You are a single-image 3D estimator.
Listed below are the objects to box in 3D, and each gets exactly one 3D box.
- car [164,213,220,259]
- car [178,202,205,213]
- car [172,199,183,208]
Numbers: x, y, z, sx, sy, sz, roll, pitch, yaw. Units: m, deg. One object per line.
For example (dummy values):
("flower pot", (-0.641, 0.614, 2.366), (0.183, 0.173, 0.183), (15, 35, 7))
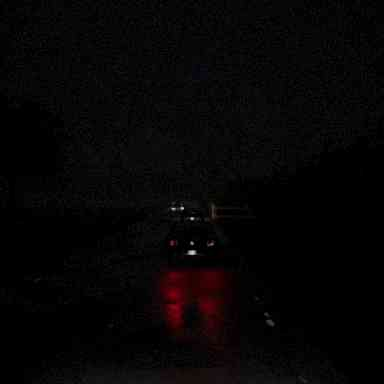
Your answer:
("car", (0.022, 1.747, 13.255), (1.895, 1.301, 4.718), (0, -1, 0))
("car", (0.034, 1.825, 28.504), (1.837, 1.490, 4.892), (0, 0, 0))
("car", (-2.745, 2.132, 64.754), (2.097, 1.767, 4.553), (0, -1, 1))
